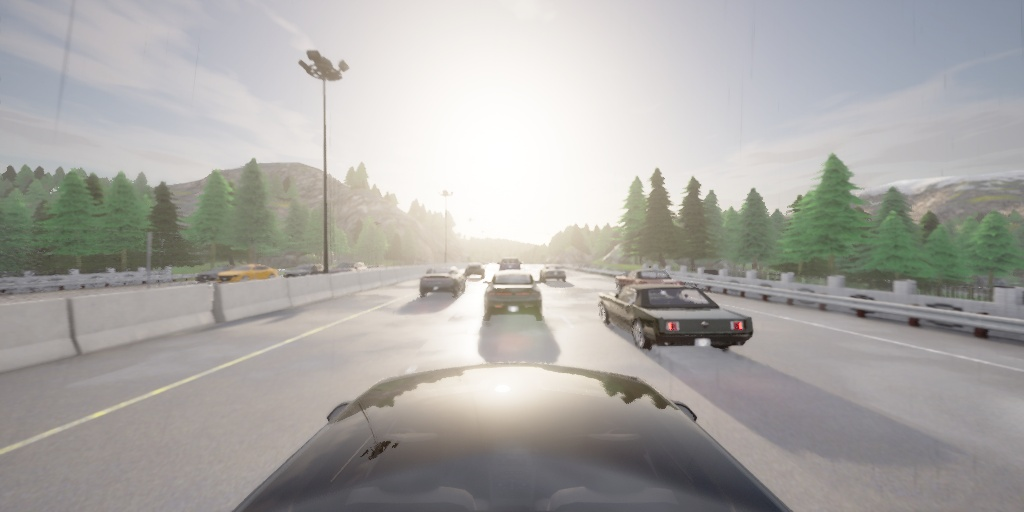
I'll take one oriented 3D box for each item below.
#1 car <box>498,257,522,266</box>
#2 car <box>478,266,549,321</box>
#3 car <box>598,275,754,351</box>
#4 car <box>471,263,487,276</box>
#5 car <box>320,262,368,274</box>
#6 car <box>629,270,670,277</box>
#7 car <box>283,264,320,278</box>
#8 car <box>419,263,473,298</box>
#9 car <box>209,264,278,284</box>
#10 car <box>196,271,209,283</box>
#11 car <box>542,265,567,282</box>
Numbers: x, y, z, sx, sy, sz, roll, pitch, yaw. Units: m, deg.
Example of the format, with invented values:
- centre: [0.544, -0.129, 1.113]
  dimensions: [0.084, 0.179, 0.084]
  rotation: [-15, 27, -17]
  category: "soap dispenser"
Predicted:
- centre: [-0.189, 1.165, 35.917]
  dimensions: [2.150, 2.045, 5.566]
  rotation: [0, 0, -1]
  category: "car"
- centre: [0.020, 1.269, 12.596]
  dimensions: [1.837, 1.490, 4.892]
  rotation: [0, 0, -1]
  category: "car"
- centre: [3.554, 1.339, 8.930]
  dimensions: [1.895, 1.301, 4.718]
  rotation: [0, 0, -1]
  category: "car"
- centre: [-3.695, 1.468, 36.624]
  dimensions: [1.837, 1.490, 4.892]
  rotation: [0, 0, -1]
  category: "car"
- centre: [-14.301, 1.313, 31.253]
  dimensions: [2.097, 1.767, 4.553]
  rotation: [0, 0, 0]
  category: "car"
- centre: [6.966, 1.377, 18.821]
  dimensions: [1.895, 1.301, 4.718]
  rotation: [0, 0, -1]
  category: "car"
- centre: [-17.801, 1.483, 31.359]
  dimensions: [1.837, 1.490, 4.892]
  rotation: [0, -1, 0]
  category: "car"
- centre: [-3.536, 1.310, 18.952]
  dimensions: [2.128, 1.511, 4.902]
  rotation: [0, 0, -1]
  category: "car"
- centre: [-21.293, 1.449, 29.068]
  dimensions: [1.882, 1.535, 5.008]
  rotation: [0, -1, 0]
  category: "car"
- centre: [-24.800, 1.566, 30.977]
  dimensions: [1.994, 1.385, 4.181]
  rotation: [0, -1, 0]
  category: "car"
- centre: [3.364, 1.430, 30.122]
  dimensions: [2.033, 1.411, 5.357]
  rotation: [0, 0, -1]
  category: "car"
